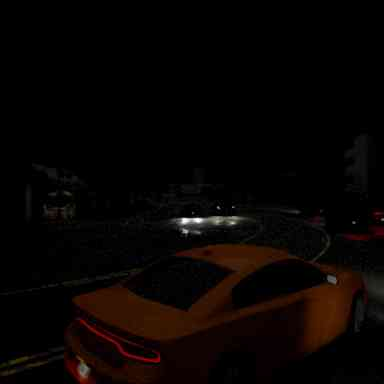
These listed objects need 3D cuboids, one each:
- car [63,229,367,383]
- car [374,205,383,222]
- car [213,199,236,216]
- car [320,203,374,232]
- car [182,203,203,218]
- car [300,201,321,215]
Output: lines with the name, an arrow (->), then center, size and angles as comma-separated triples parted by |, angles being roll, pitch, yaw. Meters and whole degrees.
car -> 0.802, 1.519, 4.801 | 5.008, 1.535, 1.882 | 0, 0, -43
car -> 14.056, 1.762, 26.640 | 1.837, 1.490, 4.892 | 0, 0, 4
car -> 3.486, 1.653, 36.349 | 2.097, 1.767, 4.553 | 0, 0, -1
car -> 10.113, 1.686, 22.056 | 1.882, 1.535, 5.008 | 0, 0, 12
car -> 0.039, 1.831, 33.251 | 1.994, 1.385, 4.181 | 0, -1, -1
car -> 14.106, 1.847, 38.840 | 2.128, 1.511, 4.902 | 0, 0, -1
